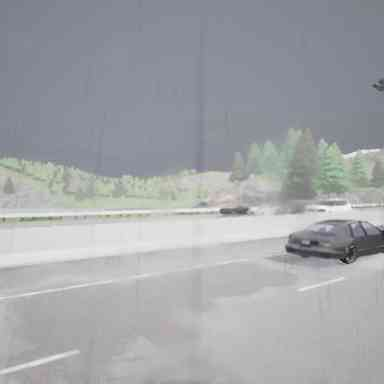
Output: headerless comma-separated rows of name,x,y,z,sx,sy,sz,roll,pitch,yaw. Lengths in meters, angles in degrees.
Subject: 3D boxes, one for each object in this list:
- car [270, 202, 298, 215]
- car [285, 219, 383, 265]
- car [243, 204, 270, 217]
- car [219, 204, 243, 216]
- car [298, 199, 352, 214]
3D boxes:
car,10.403,1.798,33.556,4.553,1.767,2.097,1,-1,-37
car,5.751,1.717,12.399,5.357,1.411,2.033,1,-1,-37
car,8.087,2.003,36.193,4.674,1.442,1.812,1,-1,-37
car,5.398,2.104,38.555,4.718,1.301,1.895,1,-1,-37
car,12.653,1.639,30.871,5.566,2.045,2.150,1,-1,-37
